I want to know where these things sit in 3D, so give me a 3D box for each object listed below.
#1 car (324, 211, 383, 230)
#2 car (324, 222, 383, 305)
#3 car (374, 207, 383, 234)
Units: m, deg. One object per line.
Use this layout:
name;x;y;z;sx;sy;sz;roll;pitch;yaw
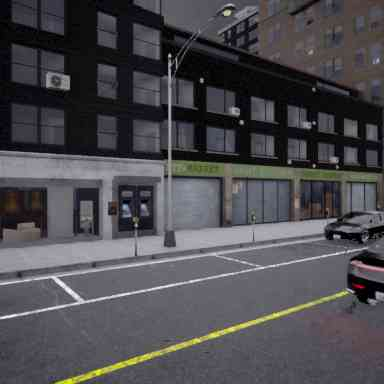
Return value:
car;8.036;1.566;15.630;4.313;1.339;1.947;0;0;-36
car;5.116;1.493;6.810;4.902;1.511;2.128;0;0;-36
car;12.304;1.525;18.674;4.829;1.417;1.752;0;0;-36
